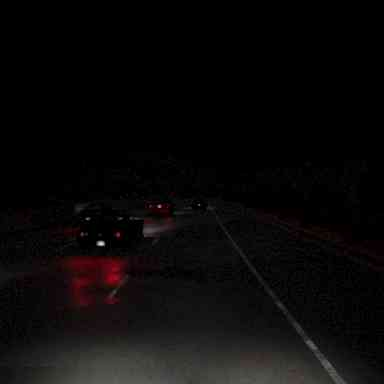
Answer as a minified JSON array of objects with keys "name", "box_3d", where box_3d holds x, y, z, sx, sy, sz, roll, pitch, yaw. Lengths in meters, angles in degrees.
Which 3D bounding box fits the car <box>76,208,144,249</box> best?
[{"name":"car","box_3d":[-3.312,1.597,14.462,1.895,1.301,4.718,0,0,1]}]

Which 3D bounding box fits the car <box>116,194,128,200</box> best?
[{"name":"car","box_3d":[-18.810,1.416,89.544,1.882,1.535,5.008,0,0,2]}]

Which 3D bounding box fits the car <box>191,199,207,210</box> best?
[{"name":"car","box_3d":[0.949,1.553,42.868,1.994,1.385,4.181,0,0,2]}]

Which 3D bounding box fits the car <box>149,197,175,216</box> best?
[{"name":"car","box_3d":[-2.860,1.344,32.099,2.097,1.767,4.553,0,0,2]}]

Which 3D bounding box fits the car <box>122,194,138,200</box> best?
[{"name":"car","box_3d":[-12.399,1.510,69.083,2.128,1.511,4.902,0,0,2]}]

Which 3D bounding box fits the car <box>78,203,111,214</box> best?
[{"name":"car","box_3d":[-6.601,1.520,23.500,1.812,1.442,4.674,0,0,1]}]

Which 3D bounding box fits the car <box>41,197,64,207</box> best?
[{"name":"car","box_3d":[-16.880,1.538,38.386,2.033,1.411,5.357,0,0,2]}]

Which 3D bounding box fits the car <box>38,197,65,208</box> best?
[{"name":"car","box_3d":[-20.086,1.513,47.891,1.812,1.442,4.674,0,0,2]}]

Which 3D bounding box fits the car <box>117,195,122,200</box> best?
[{"name":"car","box_3d":[-15.612,1.345,79.063,2.097,1.767,4.553,0,0,2]}]

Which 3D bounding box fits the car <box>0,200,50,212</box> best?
[{"name":"car","box_3d":[-13.716,1.594,26.905,1.895,1.301,4.718,0,0,2]}]
